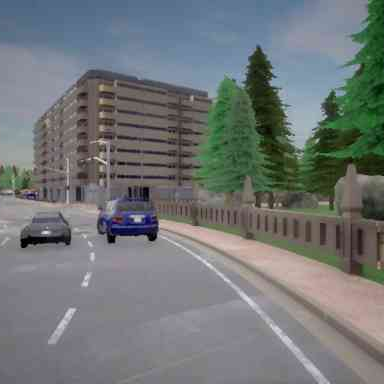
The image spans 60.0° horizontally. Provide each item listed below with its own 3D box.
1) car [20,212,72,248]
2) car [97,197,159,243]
[{"bbox_3d":[-6.492,1.570,14.939,1.994,1.385,4.181,0,0,-22],"label":"car"},{"bbox_3d":[-3.262,1.256,16.286,2.150,2.045,5.566,0,0,-22],"label":"car"}]
